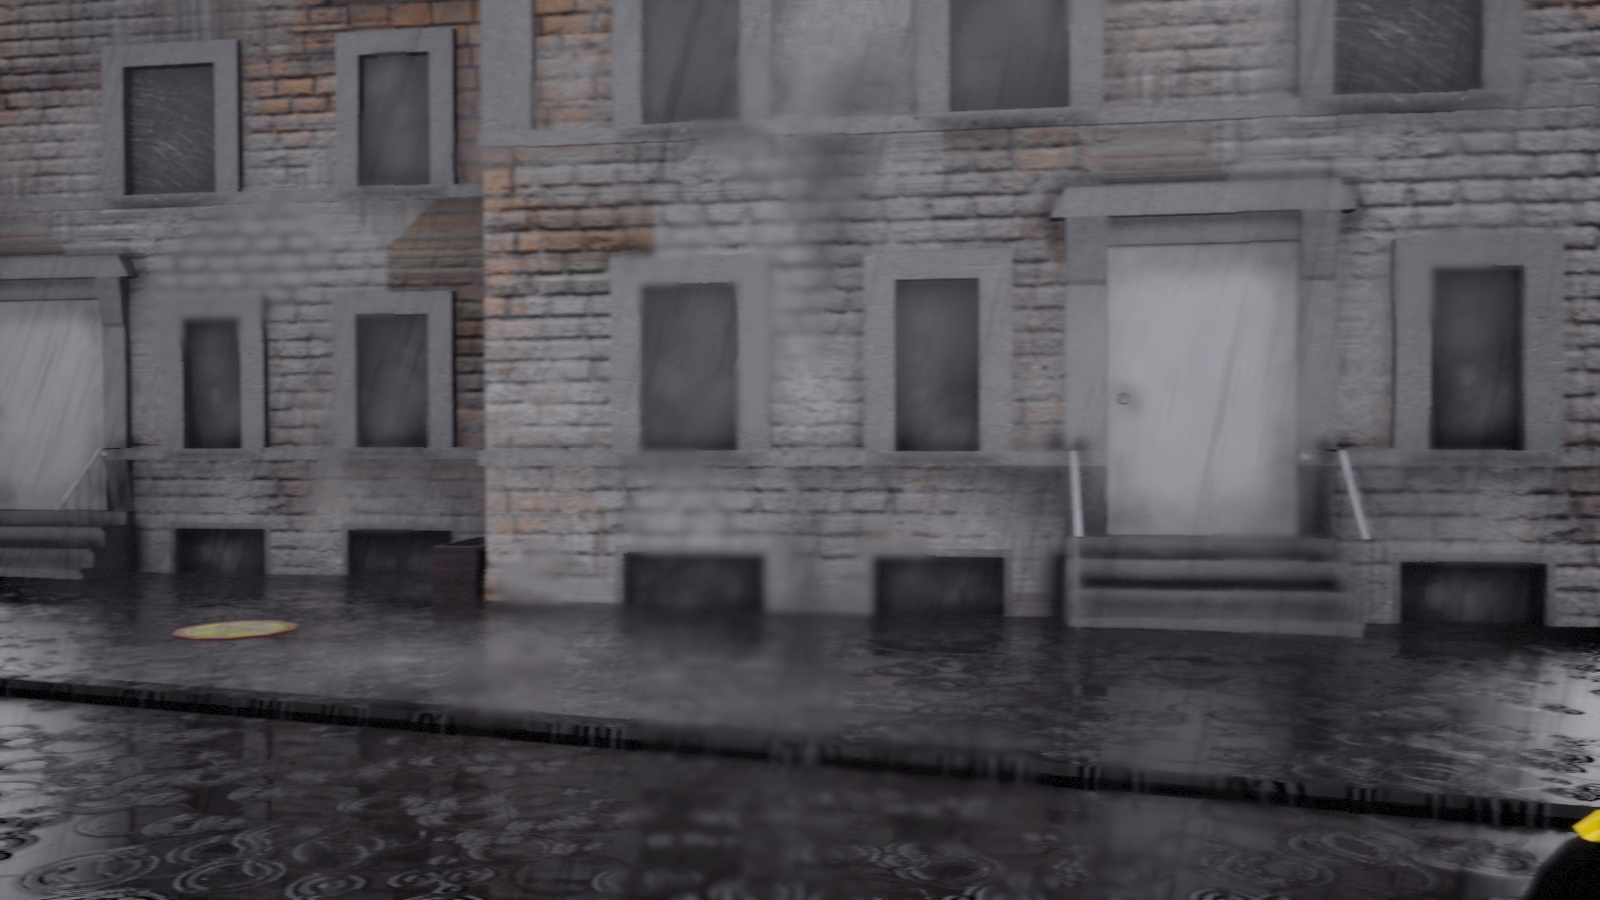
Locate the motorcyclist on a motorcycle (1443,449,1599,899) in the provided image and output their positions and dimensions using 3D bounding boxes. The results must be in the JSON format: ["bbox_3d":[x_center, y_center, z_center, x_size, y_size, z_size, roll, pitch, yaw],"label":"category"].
[{"bbox_3d":[2.655,0.773,2.827,2.044,1.523,0.797,1,1,19],"label":"motorcyclist on a motorcycle"}]
